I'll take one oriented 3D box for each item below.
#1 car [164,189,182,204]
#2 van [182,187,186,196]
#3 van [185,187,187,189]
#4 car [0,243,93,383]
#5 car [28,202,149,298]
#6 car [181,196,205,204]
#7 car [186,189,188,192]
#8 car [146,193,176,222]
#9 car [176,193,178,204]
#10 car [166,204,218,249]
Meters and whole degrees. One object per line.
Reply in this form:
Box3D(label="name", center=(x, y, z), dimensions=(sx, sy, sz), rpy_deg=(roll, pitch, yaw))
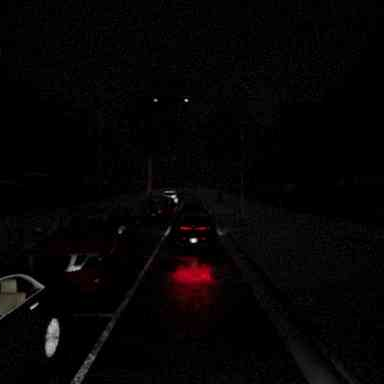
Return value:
Box3D(label="car", center=(-2.968, 0.831, 46.324), dimensions=(2.150, 2.045, 5.566), rpy_deg=(0, 1, 0))
Box3D(label="van", center=(-2.610, 0.426, 69.683), dimensions=(1.690, 1.788, 3.998), rpy_deg=(0, 1, 0))
Box3D(label="van", center=(-2.603, 0.101, 80.768), dimensions=(1.690, 1.788, 3.998), rpy_deg=(1, 2, 0))
Box3D(label="car", center=(-2.653, 1.563, 3.140), dimensions=(2.008, 1.369, 4.403), rpy_deg=(-1, 0, 0))
Box3D(label="car", center=(-2.654, 1.331, 8.692), dimensions=(2.192, 1.841, 5.009), rpy_deg=(-1, 0, 0))
Box3D(label="car", center=(0.082, 1.379, 29.669), dimensions=(1.837, 1.490, 4.892), rpy_deg=(0, 1, 0))
Box3D(label="car", center=(-2.608, 0.479, 75.232), dimensions=(2.008, 1.369, 4.403), rpy_deg=(1, 2, 0))
Box3D(label="car", center=(-2.641, 1.237, 25.328), dimensions=(2.192, 1.841, 5.009), rpy_deg=(-1, 0, 0))
Box3D(label="car", center=(-3.003, 1.203, 39.300), dimensions=(1.882, 1.535, 5.008), rpy_deg=(0, 1, 0))
Box3D(label="car", center=(0.076, 1.506, 14.630), dimensions=(1.837, 1.490, 4.892), rpy_deg=(0, 0, 0))
